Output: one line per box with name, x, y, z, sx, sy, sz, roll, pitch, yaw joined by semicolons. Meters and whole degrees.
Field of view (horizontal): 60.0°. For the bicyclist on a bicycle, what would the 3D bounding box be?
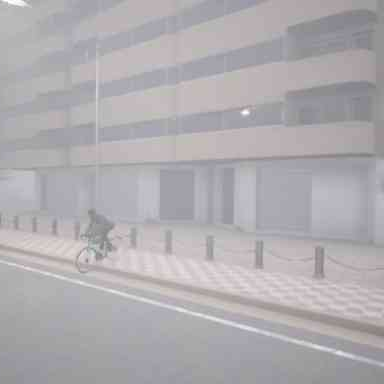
bicyclist on a bicycle;-2.458;1.216;8.854;0.582;1.620;1.656;1;10;35
